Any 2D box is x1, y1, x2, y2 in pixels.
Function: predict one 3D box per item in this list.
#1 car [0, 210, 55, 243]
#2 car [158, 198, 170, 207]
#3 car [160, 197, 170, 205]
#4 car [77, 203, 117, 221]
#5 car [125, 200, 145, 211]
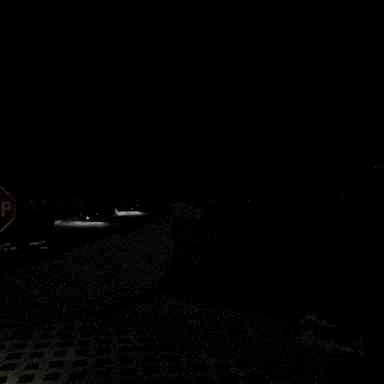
[{"bbox_3d":[-8.742,1.596,16.297,1.895,1.301,4.718,0,0,5],"label":"car"},{"bbox_3d":[-4.838,1.812,58.119,1.994,1.385,4.181,0,0,-3],"label":"car"},{"bbox_3d":[-5.563,1.858,68.101,2.033,1.411,5.357,0,0,-5],"label":"car"},{"bbox_3d":[-7.804,1.610,28.029,2.033,1.411,5.357,0,0,3],"label":"car"},{"bbox_3d":[-7.349,1.749,42.770,1.895,1.301,4.718,0,0,0],"label":"car"}]
